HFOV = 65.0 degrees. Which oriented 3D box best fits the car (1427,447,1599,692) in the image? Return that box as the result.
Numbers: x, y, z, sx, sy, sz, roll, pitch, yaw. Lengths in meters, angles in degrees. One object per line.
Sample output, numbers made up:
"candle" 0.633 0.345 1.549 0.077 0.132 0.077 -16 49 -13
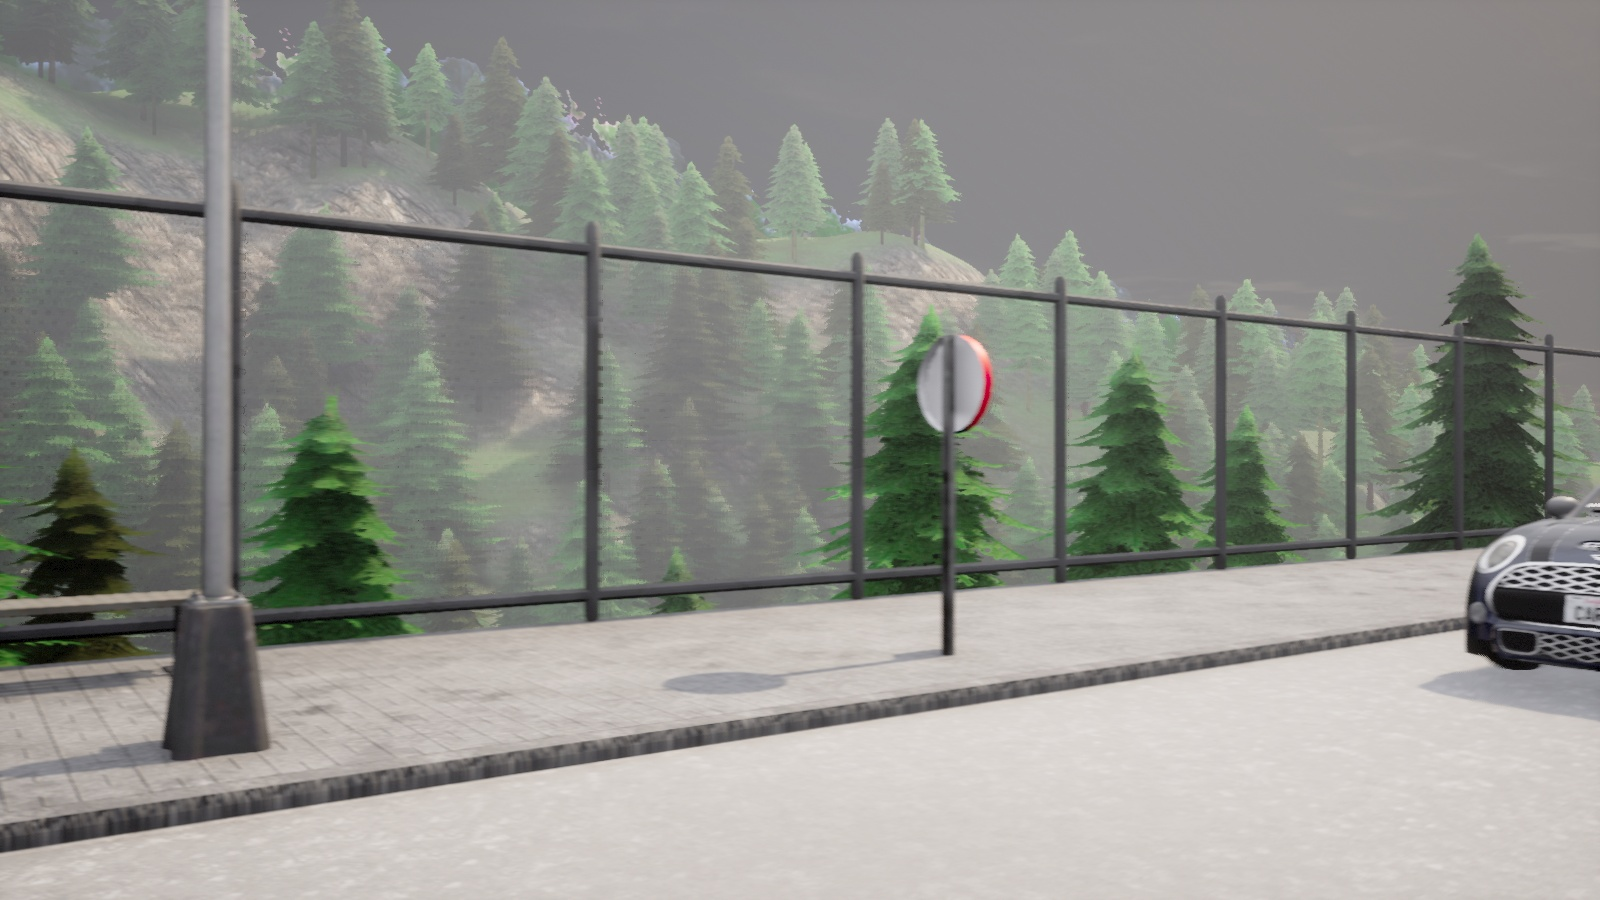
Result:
"car" 6.332 0.718 8.701 3.806 1.475 1.970 0 0 -35
